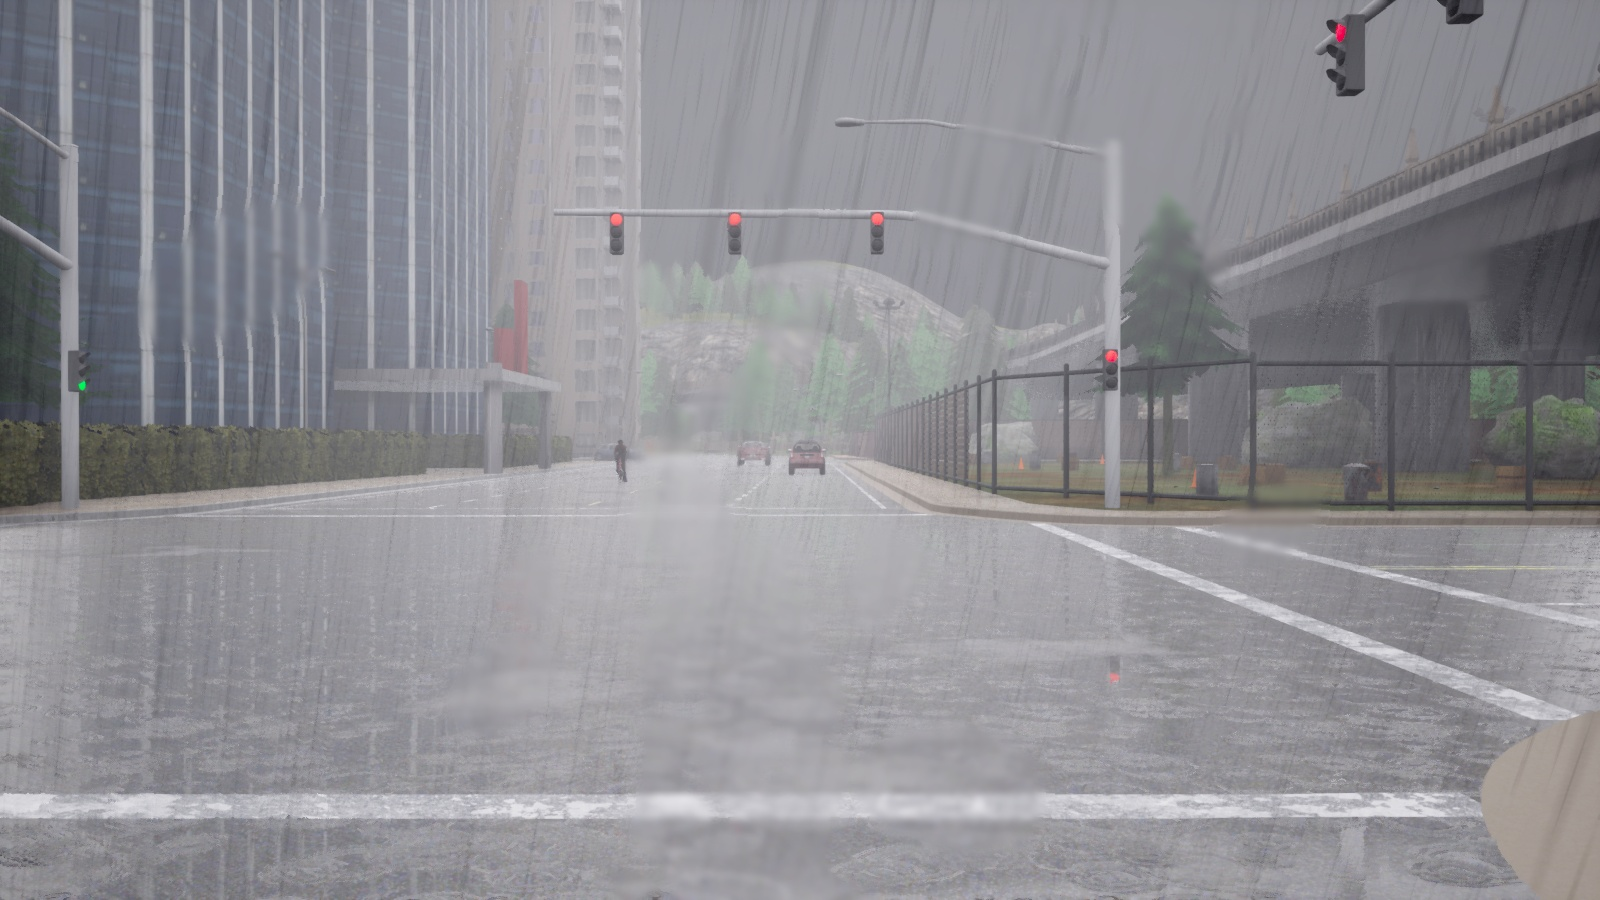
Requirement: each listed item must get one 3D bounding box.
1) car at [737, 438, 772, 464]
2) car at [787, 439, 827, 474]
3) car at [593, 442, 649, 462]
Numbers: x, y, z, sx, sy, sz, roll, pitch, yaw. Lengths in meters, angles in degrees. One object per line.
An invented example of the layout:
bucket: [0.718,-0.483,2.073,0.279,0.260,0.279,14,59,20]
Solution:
car: [-3.044,0.046,84.407,2.152,1.651,5.027,0,0,0]
car: [0.332,0.303,60.593,1.851,1.617,3.988,0,0,0]
car: [-13.879,0.170,97.408,3.806,1.475,1.970,0,0,24]
